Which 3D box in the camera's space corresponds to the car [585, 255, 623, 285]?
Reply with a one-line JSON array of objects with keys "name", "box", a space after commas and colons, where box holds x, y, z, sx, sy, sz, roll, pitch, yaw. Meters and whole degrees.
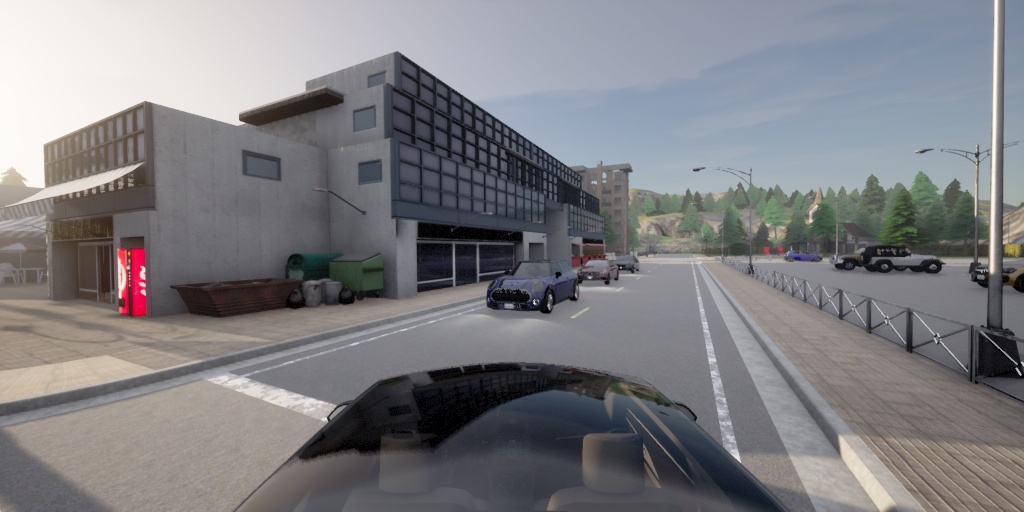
[{"name": "car", "box": [5.378, 0.882, 22.109, 1.812, 1.442, 4.674, 0, 1, 26]}]

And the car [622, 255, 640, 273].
[{"name": "car", "box": [9.937, 0.652, 31.301, 1.837, 1.490, 4.892, 0, 1, 27]}]

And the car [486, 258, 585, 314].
[{"name": "car", "box": [0.903, 0.914, 13.052, 2.097, 1.767, 4.553, 0, 1, 26]}]
